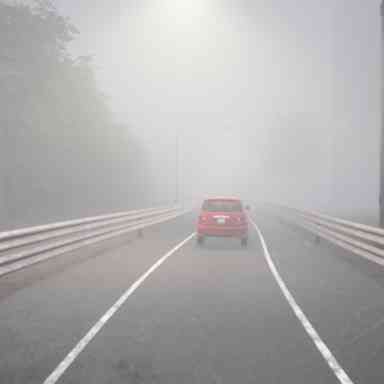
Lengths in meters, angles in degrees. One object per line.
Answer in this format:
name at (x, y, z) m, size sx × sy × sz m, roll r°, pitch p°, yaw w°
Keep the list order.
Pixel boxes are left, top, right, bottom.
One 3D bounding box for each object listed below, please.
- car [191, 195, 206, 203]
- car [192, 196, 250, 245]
car at (1.351, 1.475, 70.538) m, size 2.033 × 1.411 × 5.357 m, roll 0°, pitch 0°, yaw -11°
car at (1.549, 1.231, 15.822) m, size 2.150 × 2.045 × 5.566 m, roll 0°, pitch 0°, yaw 8°
